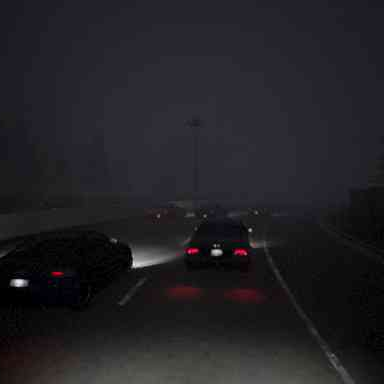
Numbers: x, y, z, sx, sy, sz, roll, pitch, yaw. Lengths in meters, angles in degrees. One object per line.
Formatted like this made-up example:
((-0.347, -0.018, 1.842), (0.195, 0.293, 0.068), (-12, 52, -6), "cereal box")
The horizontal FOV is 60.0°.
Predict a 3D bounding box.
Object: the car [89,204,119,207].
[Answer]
((-8.079, 1.490, 32.897), (1.882, 1.535, 5.008), (0, 0, 20), "car")

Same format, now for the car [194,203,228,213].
((1.778, 1.643, 28.877), (1.895, 1.301, 4.718), (0, 0, 19), "car")

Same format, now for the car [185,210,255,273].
((0.976, 1.565, 10.852), (2.033, 1.411, 5.357), (0, 0, 8), "car")

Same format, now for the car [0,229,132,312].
((-2.819, 1.564, 7.817), (1.994, 1.385, 4.181), (0, 0, 6), "car")

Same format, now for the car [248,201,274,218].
((6.536, 1.588, 31.538), (1.812, 1.442, 4.674), (0, 0, 21), "car")

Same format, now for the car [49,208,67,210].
((-14.126, 1.216, 36.801), (2.150, 2.045, 5.566), (0, 0, 21), "car")

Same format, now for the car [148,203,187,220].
((-1.987, 1.630, 28.633), (1.895, 1.301, 4.718), (0, 0, 18), "car")
